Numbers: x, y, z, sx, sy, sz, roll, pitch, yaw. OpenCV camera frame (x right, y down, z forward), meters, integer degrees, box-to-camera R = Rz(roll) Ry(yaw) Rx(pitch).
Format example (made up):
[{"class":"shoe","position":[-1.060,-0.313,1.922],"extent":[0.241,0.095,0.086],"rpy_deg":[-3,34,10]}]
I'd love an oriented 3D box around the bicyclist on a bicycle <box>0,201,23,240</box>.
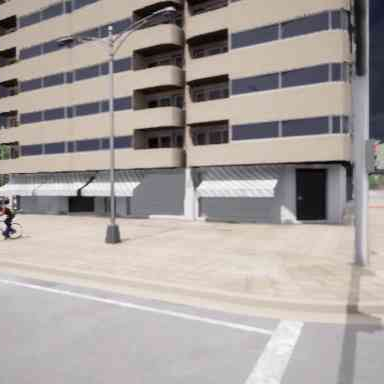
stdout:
[{"class":"bicyclist on a bicycle","position":[-7.591,1.171,13.373],"extent":[0.582,1.620,1.656],"rpy_deg":[0,1,34]}]

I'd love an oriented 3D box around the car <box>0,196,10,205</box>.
[{"class":"car","position":[-24.510,1.185,44.041],"extent":[1.895,1.301,4.718],"rpy_deg":[0,1,13]}]
